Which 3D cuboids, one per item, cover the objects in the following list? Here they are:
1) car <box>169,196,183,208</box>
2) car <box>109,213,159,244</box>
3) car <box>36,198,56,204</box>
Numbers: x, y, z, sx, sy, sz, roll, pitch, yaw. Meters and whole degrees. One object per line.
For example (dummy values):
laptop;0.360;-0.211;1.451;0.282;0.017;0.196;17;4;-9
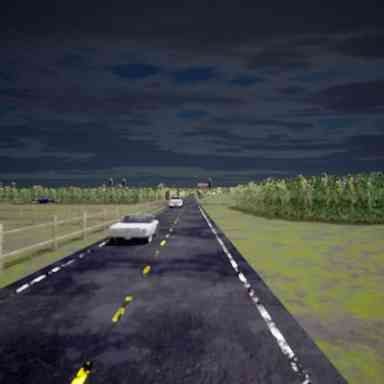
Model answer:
car;-2.776;1.754;58.577;2.150;2.045;5.566;0;0;1
car;-2.846;1.773;17.047;1.895;1.301;4.718;0;-1;0
car;-33.797;2.048;77.099;4.181;1.385;1.994;0;0;-1
